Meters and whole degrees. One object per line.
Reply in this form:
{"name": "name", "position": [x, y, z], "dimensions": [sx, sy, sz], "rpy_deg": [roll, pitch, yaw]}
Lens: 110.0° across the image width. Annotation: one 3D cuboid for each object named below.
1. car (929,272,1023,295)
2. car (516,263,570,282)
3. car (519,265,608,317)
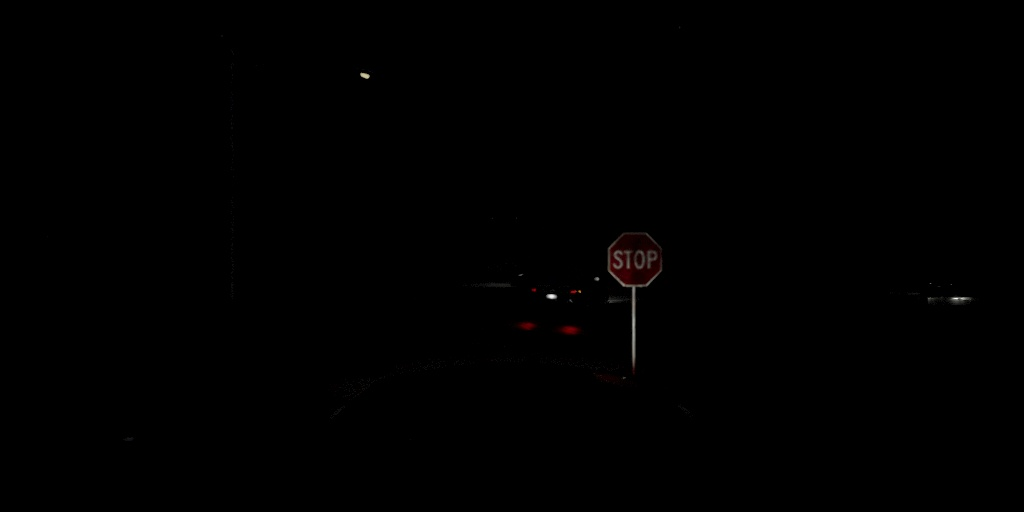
{"name": "car", "position": [29.271, 1.723, 22.537], "dimensions": [4.892, 1.490, 1.837], "rpy_deg": [1, -1, 0]}
{"name": "car", "position": [2.562, 1.173, 22.651], "dimensions": [4.674, 1.442, 1.812], "rpy_deg": [1, 1, 0]}
{"name": "car", "position": [2.119, 1.220, 12.986], "dimensions": [1.994, 1.385, 4.181], "rpy_deg": [0, 0, 26]}
